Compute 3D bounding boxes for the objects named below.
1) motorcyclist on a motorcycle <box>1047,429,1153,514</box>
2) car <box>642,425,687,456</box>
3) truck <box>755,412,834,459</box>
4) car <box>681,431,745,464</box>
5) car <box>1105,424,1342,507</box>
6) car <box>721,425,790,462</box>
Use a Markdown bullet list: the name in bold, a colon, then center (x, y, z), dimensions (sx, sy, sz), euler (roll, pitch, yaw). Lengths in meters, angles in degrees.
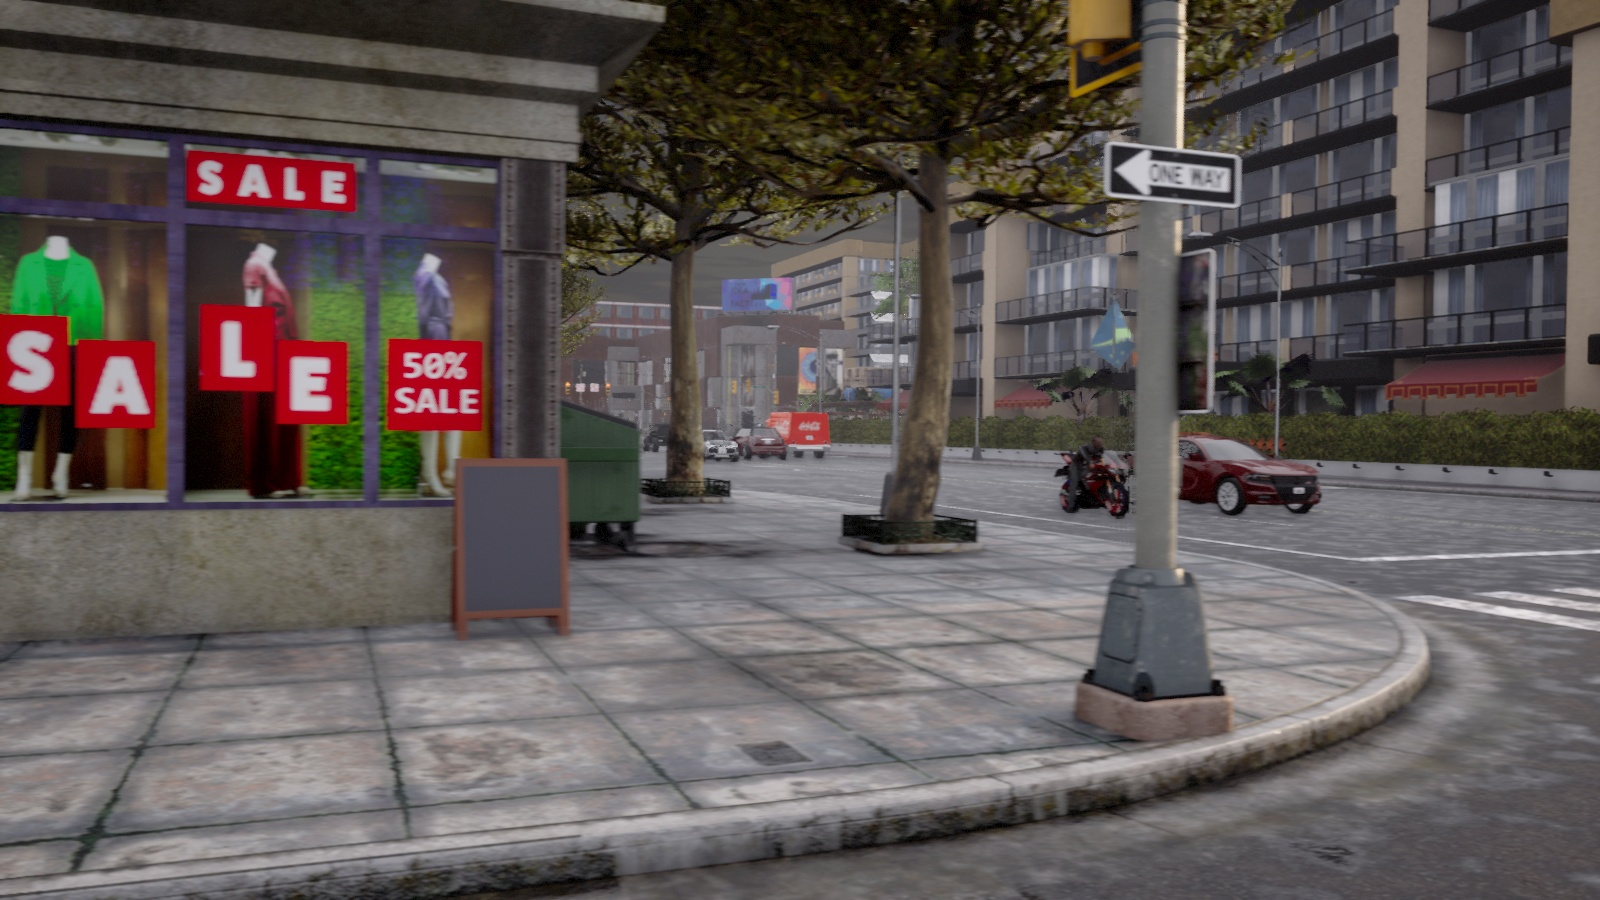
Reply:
- **motorcyclist on a motorcycle**: center (5.678, 0.382, 23.939), dimensions (0.866, 1.530, 2.191), euler (-1, 1, -21)
- **car**: center (-8.743, -0.624, 80.676), dimensions (1.905, 1.878, 3.866), euler (-1, 1, -21)
- **truck**: center (-0.346, -0.801, 68.640), dimensions (2.627, 2.467, 5.204), euler (-1, 1, -21)
- **car**: center (-4.141, -0.153, 59.087), dimensions (1.970, 1.475, 3.806), euler (-1, 1, -20)
- **car**: center (8.608, 0.259, 26.058), dimensions (1.882, 1.535, 5.008), euler (-1, 1, -21)
- **car**: center (-2.315, -0.361, 64.041), dimensions (2.097, 1.767, 4.553), euler (-1, 1, -21)
